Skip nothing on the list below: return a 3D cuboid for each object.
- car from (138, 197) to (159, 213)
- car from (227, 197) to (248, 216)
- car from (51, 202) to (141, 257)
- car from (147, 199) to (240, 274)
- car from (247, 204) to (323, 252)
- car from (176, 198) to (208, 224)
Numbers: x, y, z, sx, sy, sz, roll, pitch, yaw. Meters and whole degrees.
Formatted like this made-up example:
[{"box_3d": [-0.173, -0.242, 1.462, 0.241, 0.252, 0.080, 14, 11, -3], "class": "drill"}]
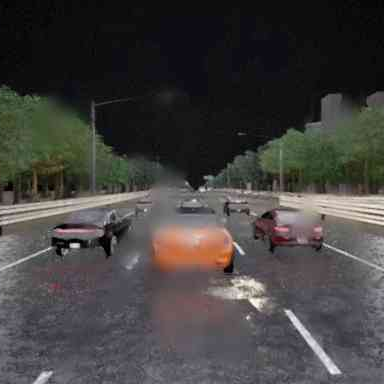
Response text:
[{"box_3d": [-3.460, 1.121, 27.318, 2.128, 1.511, 4.902, 0, 1, 0], "class": "car"}, {"box_3d": [3.540, 1.122, 27.281, 2.128, 1.511, 4.902, 0, 1, 0], "class": "car"}, {"box_3d": [-3.445, 1.337, 12.232, 2.128, 1.511, 4.902, 0, 1, 0], "class": "car"}, {"box_3d": [0.045, 1.221, 10.300, 2.097, 1.767, 4.553, 0, 1, 0], "class": "car"}, {"box_3d": [3.558, 1.361, 12.958, 1.812, 1.442, 4.674, 0, 1, 0], "class": "car"}, {"box_3d": [0.016, 1.237, 23.523, 2.033, 1.411, 5.357, 0, 1, 0], "class": "car"}]
